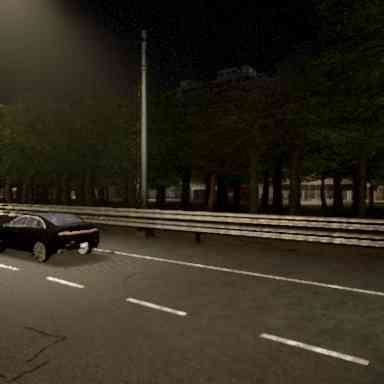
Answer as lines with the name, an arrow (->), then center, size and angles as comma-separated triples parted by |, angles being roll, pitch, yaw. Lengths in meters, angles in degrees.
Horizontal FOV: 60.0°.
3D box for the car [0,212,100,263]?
car -> -5.418, 1.490, 12.038 | 4.902, 1.511, 2.128 | 0, 0, 36
